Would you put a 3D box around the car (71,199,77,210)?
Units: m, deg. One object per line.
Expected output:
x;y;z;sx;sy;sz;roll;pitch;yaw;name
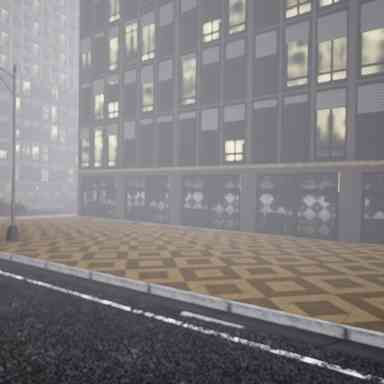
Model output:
-12.329;1.779;41.940;1.752;1.417;4.829;1;0;36;car

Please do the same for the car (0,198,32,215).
-19.049;1.468;32.672;2.192;1.841;5.009;1;0;36;car

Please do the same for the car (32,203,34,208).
-22.625;1.580;42.018;1.752;1.417;4.829;1;0;36;car

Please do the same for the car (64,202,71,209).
-15.702;1.649;47.130;1.882;1.535;5.008;1;0;36;car
